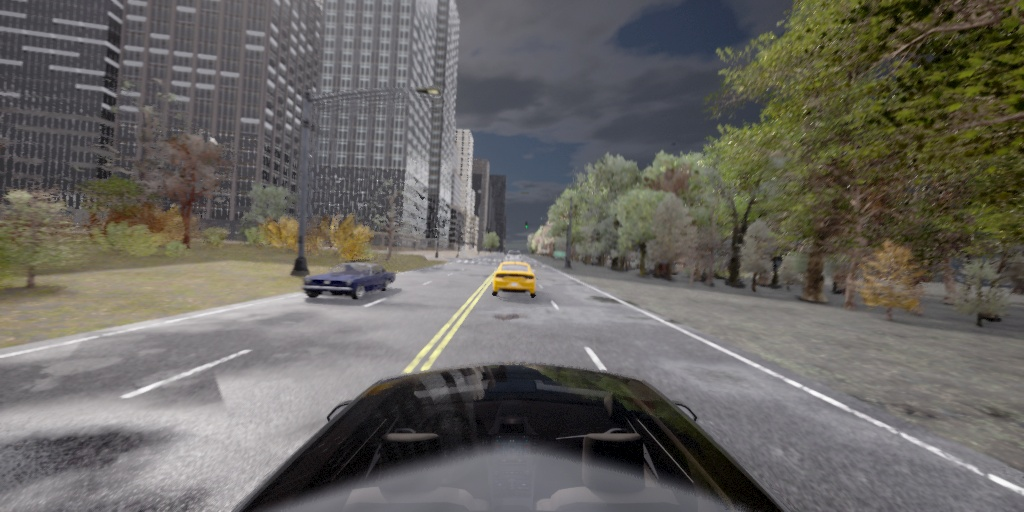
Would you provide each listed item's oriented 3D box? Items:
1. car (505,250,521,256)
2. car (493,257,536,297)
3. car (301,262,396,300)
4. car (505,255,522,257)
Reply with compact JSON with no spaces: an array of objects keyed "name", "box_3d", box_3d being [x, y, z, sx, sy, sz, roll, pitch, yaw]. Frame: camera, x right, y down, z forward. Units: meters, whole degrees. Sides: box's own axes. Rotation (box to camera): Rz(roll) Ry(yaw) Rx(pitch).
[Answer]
[{"name":"car","box_3d":[0.163,0.261,50.269,2.150,2.045,5.566,3,1,-3]},{"name":"car","box_3d":[0.119,1.028,17.587,1.882,1.535,5.008,3,1,0]},{"name":"car","box_3d":[-6.402,0.952,14.626,1.895,1.301,4.718,3,1,0]},{"name":"car","box_3d":[0.280,0.908,33.549,1.895,1.301,4.718,3,1,0]}]
